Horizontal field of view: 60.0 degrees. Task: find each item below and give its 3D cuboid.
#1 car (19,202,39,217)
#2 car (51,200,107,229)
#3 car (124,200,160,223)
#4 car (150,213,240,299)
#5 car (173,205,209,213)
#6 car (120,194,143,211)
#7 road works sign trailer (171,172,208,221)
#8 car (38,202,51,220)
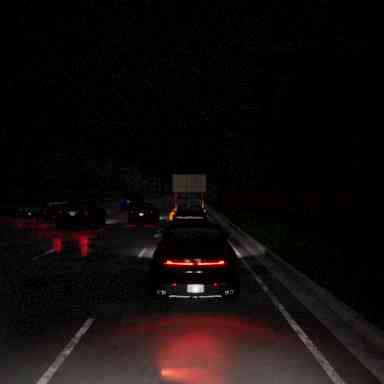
[{"bbox_3d":[-14.146,1.601,31.143,1.895,1.301,4.718,0,0,-1],"label":"car"},{"bbox_3d":[-7.065,1.352,21.728,2.097,1.767,4.553,0,0,-1],"label":"car"},{"bbox_3d":[-3.598,1.562,25.511,1.994,1.385,4.181,0,0,-1],"label":"car"},{"bbox_3d":[0.047,1.505,8.463,1.837,1.490,4.892,0,0,0],"label":"car"},{"bbox_3d":[-0.067,1.488,18.851,2.128,1.511,4.902,0,0,1],"label":"car"},{"bbox_3d":[-7.231,1.218,40.426,2.150,2.045,5.566,0,0,-1],"label":"car"},{"bbox_3d":[-0.187,0.464,22.721,2.380,3.560,2.880,0,0,-3],"label":"road works sign trailer"},{"bbox_3d":[-10.618,1.601,27.748,1.895,1.301,4.718,0,0,0],"label":"car"}]
